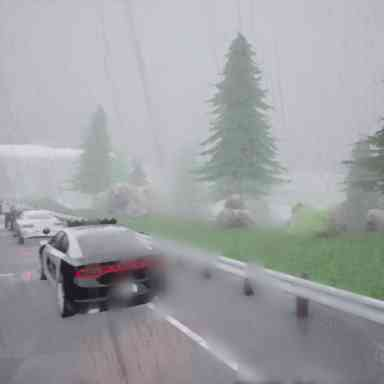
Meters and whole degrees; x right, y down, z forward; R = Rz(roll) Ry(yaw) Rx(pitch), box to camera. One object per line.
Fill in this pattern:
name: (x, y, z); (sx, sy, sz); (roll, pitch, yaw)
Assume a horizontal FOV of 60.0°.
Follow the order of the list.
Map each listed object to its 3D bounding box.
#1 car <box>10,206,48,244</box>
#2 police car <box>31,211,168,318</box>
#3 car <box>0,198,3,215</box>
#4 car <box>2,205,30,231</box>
car: (-7.622, 1.609, 16.360); (1.812, 1.442, 4.674); (-1, 0, -32)
police car: (-2.381, 1.447, 7.826); (1.930, 1.638, 5.238); (-1, 0, -31)
car: (-22.674, 1.483, 37.563); (2.150, 2.045, 5.566); (-1, 0, -33)
car: (-10.885, 1.626, 21.486); (1.837, 1.490, 4.892); (-1, 0, -33)
